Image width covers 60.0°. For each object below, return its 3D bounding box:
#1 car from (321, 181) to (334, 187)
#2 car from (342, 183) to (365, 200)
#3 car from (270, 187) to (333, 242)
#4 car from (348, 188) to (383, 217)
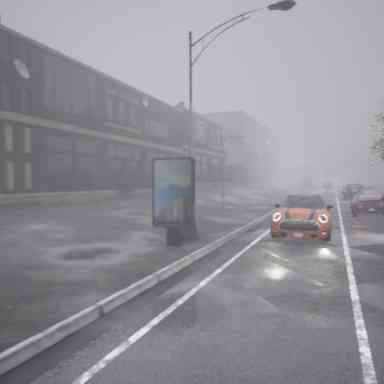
[{"bbox_3d":[26.355,-1.357,64.695,1.837,1.490,4.892,0,2,23],"label":"car"},{"bbox_3d":[17.258,-0.163,35.532,2.097,1.767,4.553,0,3,23],"label":"car"},{"bbox_3d":[4.574,0.848,13.594,2.097,1.767,4.553,0,2,23],"label":"car"},{"bbox_3d":[10.814,0.700,20.436,1.812,1.442,4.674,0,2,24],"label":"car"}]
